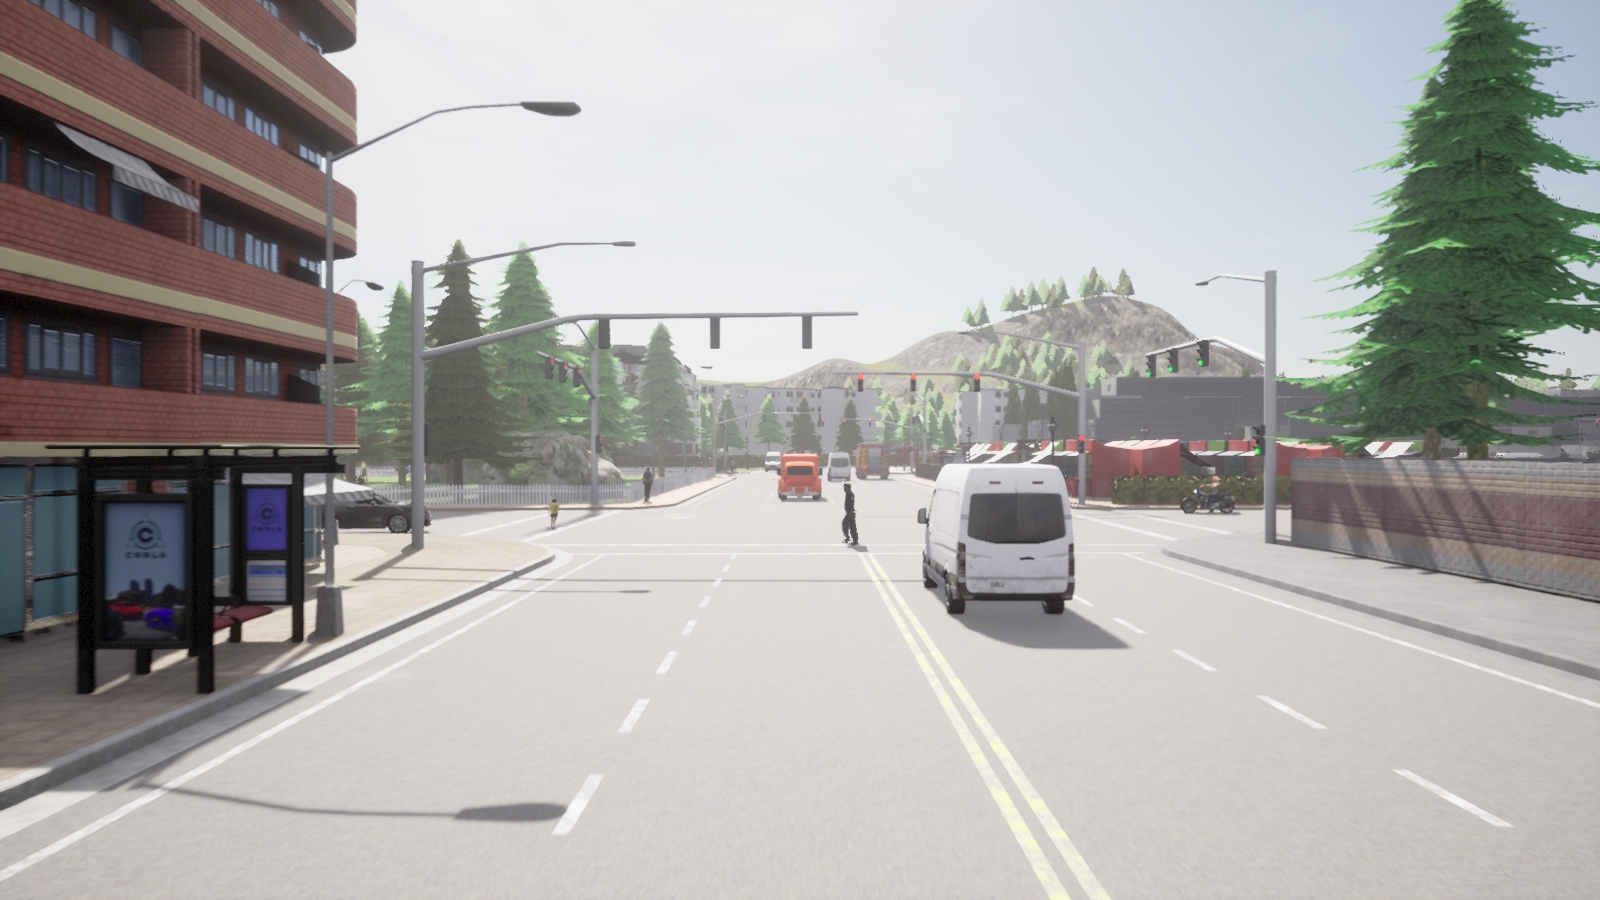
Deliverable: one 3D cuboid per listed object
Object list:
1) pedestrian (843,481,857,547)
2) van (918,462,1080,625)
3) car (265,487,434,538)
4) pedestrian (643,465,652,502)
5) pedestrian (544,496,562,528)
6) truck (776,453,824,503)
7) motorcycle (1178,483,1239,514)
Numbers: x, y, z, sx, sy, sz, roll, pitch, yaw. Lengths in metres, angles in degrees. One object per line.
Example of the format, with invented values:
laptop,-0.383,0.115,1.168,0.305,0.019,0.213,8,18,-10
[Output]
pedestrian,1.447,1.843,33.010,0.375,1.860,0.375,0,0,-3
van,3.505,1.534,21.286,1.988,2.561,5.915,0,0,0
car,-14.621,2.005,37.405,4.892,1.480,2.231,0,0,-14
pedestrian,-7.735,1.697,57.925,0.375,1.860,0.375,0,0,0
pedestrian,-8.634,2.175,39.966,0.500,1.100,0.500,0,0,0
truck,-0.006,1.525,65.132,2.627,2.467,5.204,0,3,0
motorcycle,17.582,2.099,49.255,2.356,1.307,0.764,0,0,0
